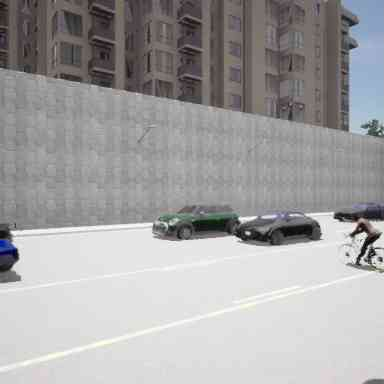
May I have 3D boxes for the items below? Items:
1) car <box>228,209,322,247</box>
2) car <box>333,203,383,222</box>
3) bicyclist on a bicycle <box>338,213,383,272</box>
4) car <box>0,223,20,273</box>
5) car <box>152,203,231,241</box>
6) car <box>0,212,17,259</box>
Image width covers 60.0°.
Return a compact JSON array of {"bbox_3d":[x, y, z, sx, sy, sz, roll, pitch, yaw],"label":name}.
[{"bbox_3d":[4.012,1.563,15.215,4.181,1.385,1.994,0,0,-34],"label":"car"},{"bbox_3d":[13.186,1.548,25.626,5.357,1.411,2.033,0,0,-34],"label":"car"},{"bbox_3d":[5.024,1.454,9.766,0.582,1.620,1.656,0,-1,-34],"label":"bicyclist on a bicycle"},{"bbox_3d":[-6.770,1.601,7.763,4.718,1.301,1.895,0,0,-35],"label":"car"},{"bbox_3d":[0.266,1.352,16.888,4.553,1.767,2.097,0,0,-34],"label":"car"},{"bbox_3d":[-8.586,1.507,10.841,4.892,1.490,1.837,1,0,-34],"label":"car"}]
